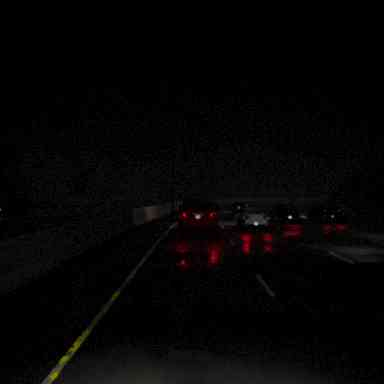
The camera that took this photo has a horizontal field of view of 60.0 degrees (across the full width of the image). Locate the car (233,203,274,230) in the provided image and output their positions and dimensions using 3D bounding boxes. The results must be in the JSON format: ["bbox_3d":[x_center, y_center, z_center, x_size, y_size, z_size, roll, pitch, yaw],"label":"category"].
[{"bbox_3d":[4.024,1.712,22.584,1.812,1.442,4.674,0,0,3],"label":"car"}]

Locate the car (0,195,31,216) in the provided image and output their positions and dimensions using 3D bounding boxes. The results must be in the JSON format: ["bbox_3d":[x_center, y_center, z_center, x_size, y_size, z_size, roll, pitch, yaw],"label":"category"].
[{"bbox_3d":[-19.704,1.353,35.867,2.150,2.045,5.566,0,0,6],"label":"car"}]

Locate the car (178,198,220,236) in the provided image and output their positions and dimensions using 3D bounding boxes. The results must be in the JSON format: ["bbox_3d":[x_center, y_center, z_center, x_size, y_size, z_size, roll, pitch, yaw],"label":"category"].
[{"bbox_3d":[0.390,1.378,19.756,2.150,2.045,5.566,0,0,2],"label":"car"}]

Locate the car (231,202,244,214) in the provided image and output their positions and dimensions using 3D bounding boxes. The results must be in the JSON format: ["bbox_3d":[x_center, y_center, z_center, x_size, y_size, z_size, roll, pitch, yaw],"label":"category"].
[{"bbox_3d":[5.646,1.873,39.931,2.033,1.411,5.357,0,0,8],"label":"car"}]

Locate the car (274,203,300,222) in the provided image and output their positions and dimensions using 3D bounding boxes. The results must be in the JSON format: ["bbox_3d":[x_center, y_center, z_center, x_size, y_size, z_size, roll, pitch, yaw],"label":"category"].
[{"bbox_3d":[7.909,1.750,28.567,1.837,1.490,4.892,0,0,4],"label":"car"}]

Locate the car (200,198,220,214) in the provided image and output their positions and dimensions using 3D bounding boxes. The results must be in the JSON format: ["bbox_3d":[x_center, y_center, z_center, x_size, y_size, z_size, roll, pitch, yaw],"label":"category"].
[{"bbox_3d":[2.242,1.674,40.667,2.097,1.767,4.553,0,0,8],"label":"car"}]

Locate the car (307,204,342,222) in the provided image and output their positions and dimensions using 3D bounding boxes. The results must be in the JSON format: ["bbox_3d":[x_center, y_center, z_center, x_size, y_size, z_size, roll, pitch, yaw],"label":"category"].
[{"bbox_3d":[11.456,1.750,29.007,2.128,1.511,4.902,0,0,5],"label":"car"}]
